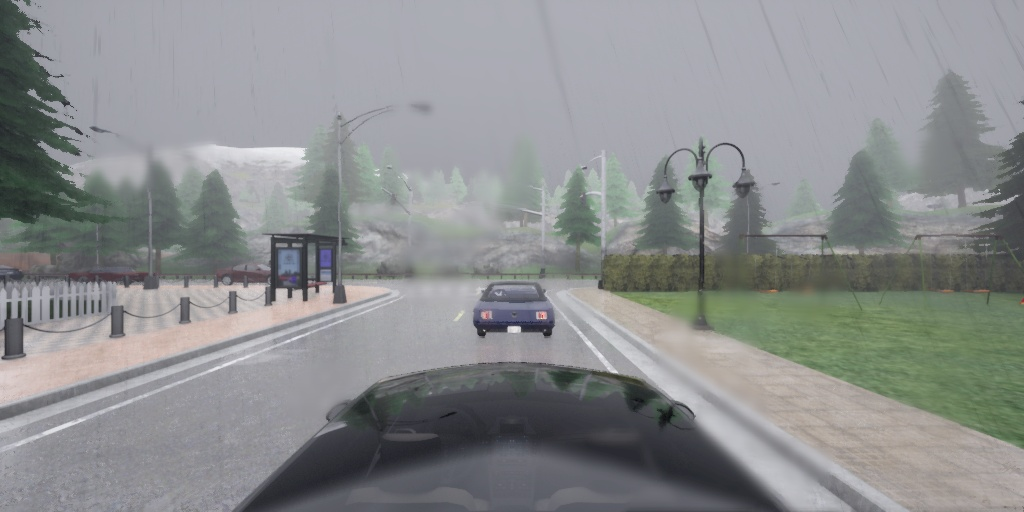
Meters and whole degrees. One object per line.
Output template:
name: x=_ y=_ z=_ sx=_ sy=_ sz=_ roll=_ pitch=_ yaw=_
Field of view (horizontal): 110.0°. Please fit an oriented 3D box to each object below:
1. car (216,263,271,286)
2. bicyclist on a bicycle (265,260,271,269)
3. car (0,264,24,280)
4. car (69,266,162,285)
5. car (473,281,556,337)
car: x=-17.770 y=1.242 z=25.064 sx=5.008 sy=1.535 sz=1.882 roll=0 pitch=0 yaw=0
bicyclist on a bicycle: x=-21.632 y=1.217 z=32.191 sx=0.582 sy=1.620 sz=1.656 roll=0 pitch=0 yaw=0
car: x=-42.379 y=1.328 z=28.863 sx=4.181 sy=1.385 sz=1.994 roll=0 pitch=0 yaw=0
car: x=-27.656 y=1.365 z=25.151 sx=4.718 sy=1.301 sz=1.895 roll=0 pitch=0 yaw=1
car: x=0.073 y=1.351 z=10.208 sx=1.895 sy=1.301 sz=4.718 roll=0 pitch=0 yaw=0
